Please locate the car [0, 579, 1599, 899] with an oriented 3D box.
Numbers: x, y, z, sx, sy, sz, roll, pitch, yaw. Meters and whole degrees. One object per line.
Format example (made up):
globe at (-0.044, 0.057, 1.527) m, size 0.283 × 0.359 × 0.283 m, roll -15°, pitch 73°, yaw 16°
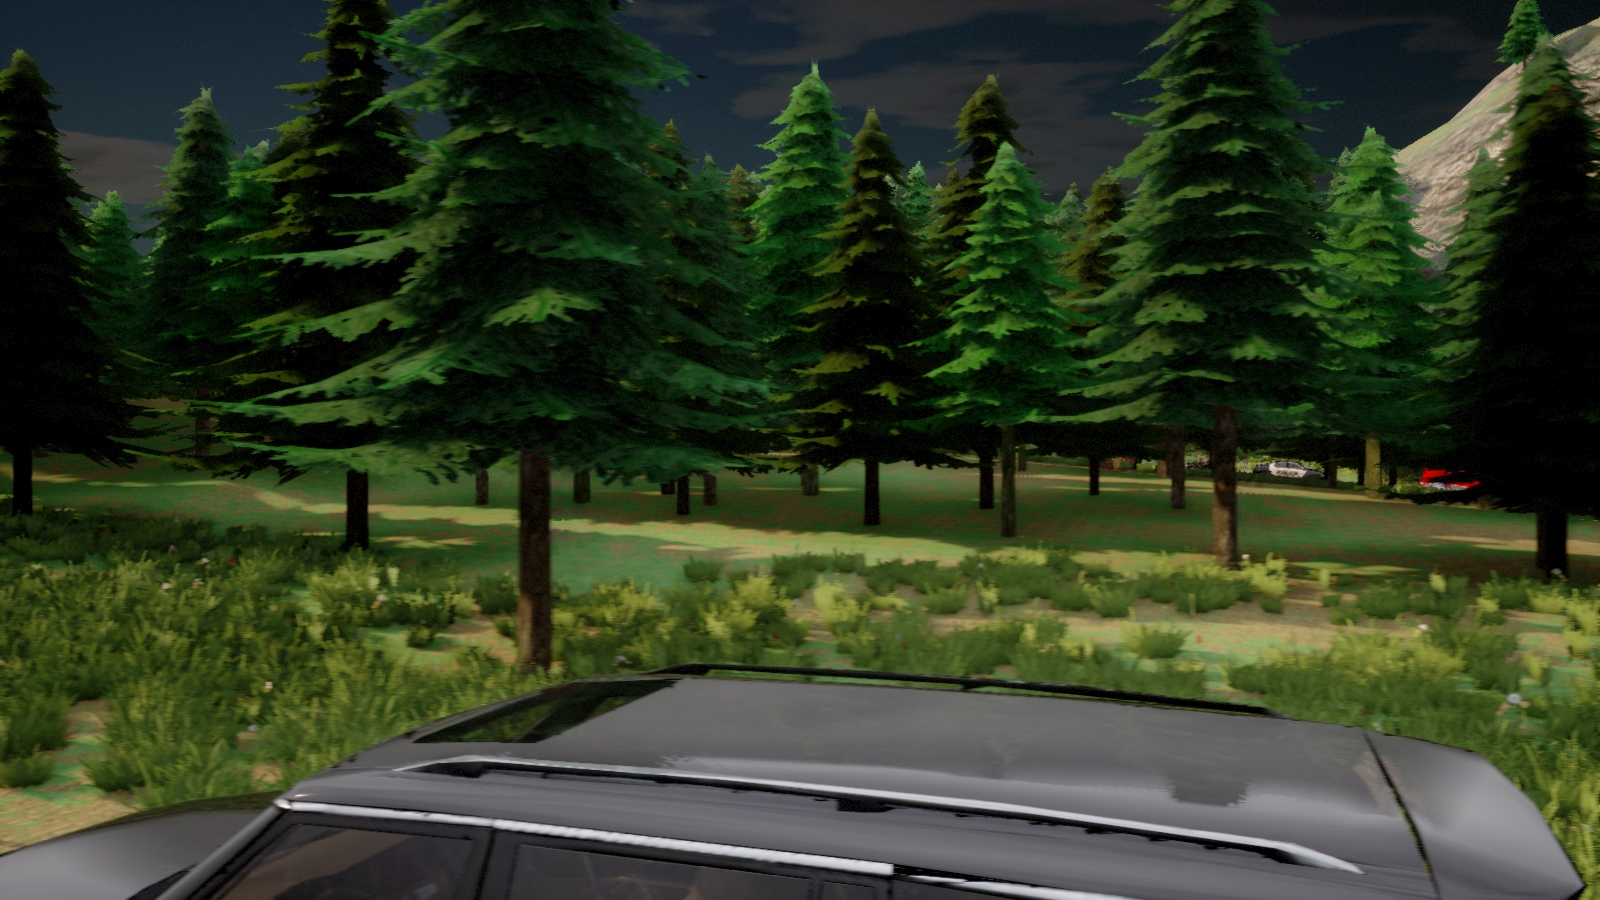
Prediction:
car at (-0.535, 1.640, 3.509) m, size 5.566 × 2.045 × 2.150 m, roll 0°, pitch 0°, yaw 20°
